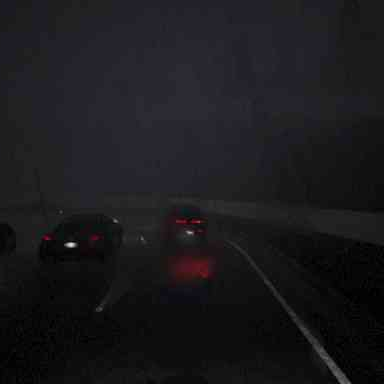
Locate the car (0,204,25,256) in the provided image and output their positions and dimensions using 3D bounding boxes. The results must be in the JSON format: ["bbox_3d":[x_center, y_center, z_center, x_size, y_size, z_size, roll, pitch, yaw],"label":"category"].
[{"bbox_3d":[-6.993,1.232,9.480,2.097,1.767,4.553,0,1,-1],"label":"car"}]

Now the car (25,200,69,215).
[{"bbox_3d":[-12.563,1.267,26.907,4.718,1.301,1.895,0,1,15],"label":"car"}]

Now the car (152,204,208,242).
[{"bbox_3d":[-0.644,1.314,15.299,1.837,1.490,4.892,1,0,-14],"label":"car"}]

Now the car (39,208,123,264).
[{"bbox_3d":[-3.547,1.424,11.301,1.994,1.385,4.181,0,1,-4],"label":"car"}]
